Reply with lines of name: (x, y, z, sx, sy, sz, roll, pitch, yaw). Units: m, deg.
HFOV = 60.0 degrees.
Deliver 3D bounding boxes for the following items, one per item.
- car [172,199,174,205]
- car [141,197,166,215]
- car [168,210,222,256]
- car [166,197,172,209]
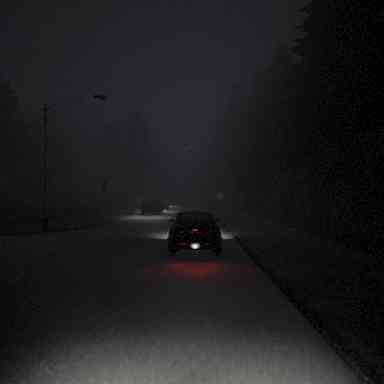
car: (-3.990, 1.489, 53.984, 1.812, 1.442, 4.674, 0, 0, 0)
car: (-4.088, 1.455, 34.436, 1.882, 1.535, 5.008, 0, 0, 0)
car: (0.102, 1.495, 13.138, 1.837, 1.490, 4.892, 0, 0, 0)
car: (-4.063, 1.448, 43.782, 1.882, 1.535, 5.008, 0, 0, 0)
